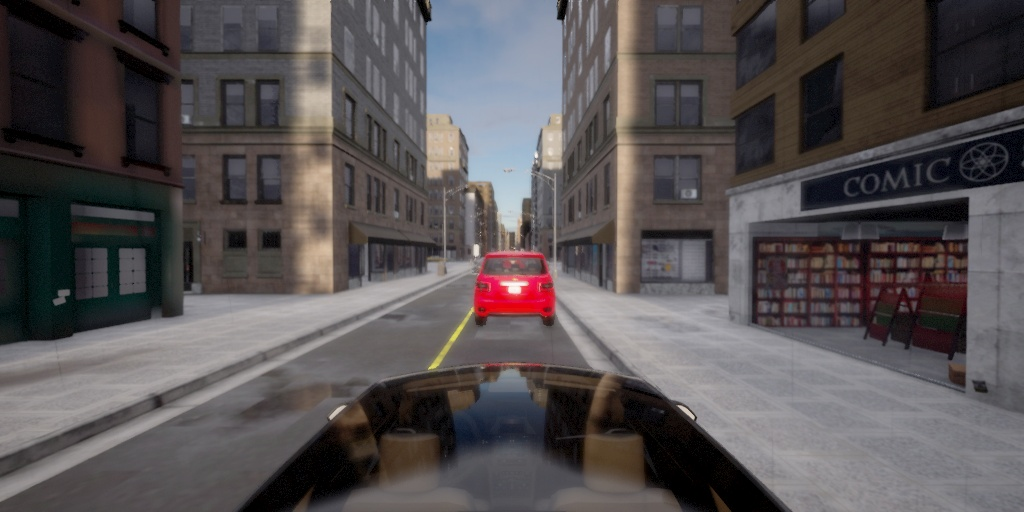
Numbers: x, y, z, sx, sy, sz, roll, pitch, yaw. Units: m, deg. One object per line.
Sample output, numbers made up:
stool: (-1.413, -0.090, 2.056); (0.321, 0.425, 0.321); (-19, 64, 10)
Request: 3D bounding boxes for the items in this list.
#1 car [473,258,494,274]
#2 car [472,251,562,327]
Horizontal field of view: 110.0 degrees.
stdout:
car: (-2.827, 0.929, 36.580); (1.812, 1.442, 4.674); (0, 1, 0)
car: (0.079, 0.876, 11.304); (2.150, 2.045, 5.566); (0, 1, 0)
